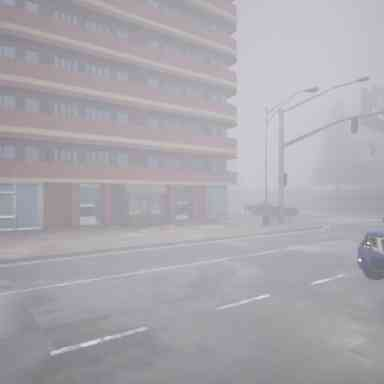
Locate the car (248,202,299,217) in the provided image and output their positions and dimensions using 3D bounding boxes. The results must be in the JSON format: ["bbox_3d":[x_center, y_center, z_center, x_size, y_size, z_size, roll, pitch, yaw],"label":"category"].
[{"bbox_3d":[7.564,1.594,30.971,1.895,1.301,4.718,0,0,-35],"label":"car"}]

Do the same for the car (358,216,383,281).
[{"bbox_3d":[6.681,1.220,8.805,5.566,2.045,2.150,0,0,-36],"label":"car"}]
